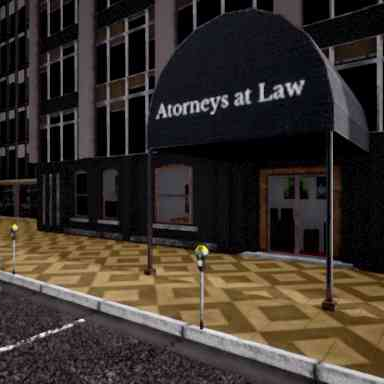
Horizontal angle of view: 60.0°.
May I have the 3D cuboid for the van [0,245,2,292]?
[{"bbox_3d":[-5.577,1.340,6.853,3.998,1.788,1.690,0,0,36],"label":"van"}]
